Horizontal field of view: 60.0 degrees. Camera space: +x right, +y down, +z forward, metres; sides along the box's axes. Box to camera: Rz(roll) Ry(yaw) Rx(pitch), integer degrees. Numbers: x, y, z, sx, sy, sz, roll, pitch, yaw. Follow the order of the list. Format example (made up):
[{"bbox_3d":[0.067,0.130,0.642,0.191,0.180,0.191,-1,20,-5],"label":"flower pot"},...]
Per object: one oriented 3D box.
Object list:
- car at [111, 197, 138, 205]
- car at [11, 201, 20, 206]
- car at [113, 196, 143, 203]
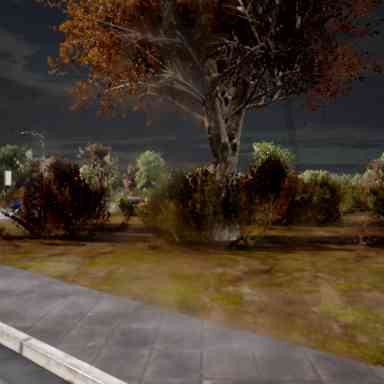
[{"bbox_3d":[-11.794,1.561,58.432,1.895,1.301,4.718,0,0,34],"label":"car"},{"bbox_3d":[-21.401,1.439,43.948,1.882,1.535,5.008,0,0,33],"label":"car"},{"bbox_3d":[-10.083,1.444,54.691,1.882,1.535,5.008,0,0,34],"label":"car"}]
